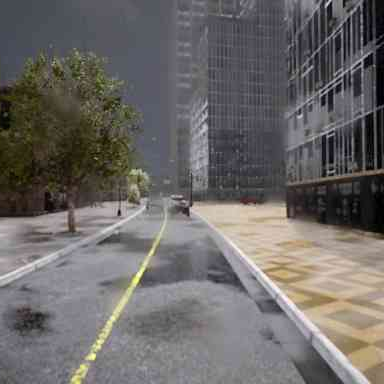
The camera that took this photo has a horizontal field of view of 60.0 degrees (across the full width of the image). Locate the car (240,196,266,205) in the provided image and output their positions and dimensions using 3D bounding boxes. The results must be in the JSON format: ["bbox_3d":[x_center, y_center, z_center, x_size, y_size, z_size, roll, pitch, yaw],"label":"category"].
[{"bbox_3d":[12.030,1.712,65.873,5.009,1.841,2.192,0,-2,13],"label":"car"}]

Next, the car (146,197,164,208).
[{"bbox_3d":[-4.533,1.326,40.940,2.097,1.767,4.553,0,0,-5],"label":"car"}]

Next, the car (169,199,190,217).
[{"bbox_3d":[-1.224,1.775,34.314,1.837,1.490,4.892,0,0,-4],"label":"car"}]

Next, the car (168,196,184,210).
[{"bbox_3d":[-2.015,1.568,44.303,2.150,2.045,5.566,0,0,-6],"label":"car"}]
